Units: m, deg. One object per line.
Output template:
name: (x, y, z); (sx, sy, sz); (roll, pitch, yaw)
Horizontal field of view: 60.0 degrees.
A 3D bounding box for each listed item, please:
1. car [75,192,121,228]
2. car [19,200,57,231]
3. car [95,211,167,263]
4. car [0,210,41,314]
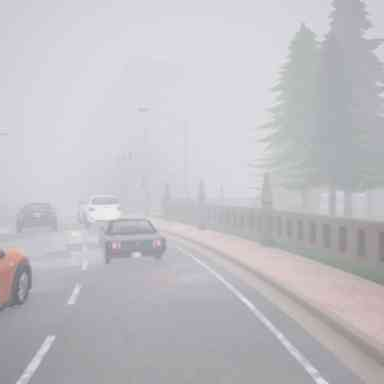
car: (-6.328, 1.205, 22.471); (2.150, 2.045, 5.566); (0, 0, -26)
car: (-9.456, 1.358, 20.425); (2.097, 1.767, 4.553); (0, 0, -24)
car: (-2.334, 1.588, 12.034); (1.895, 1.301, 4.718); (0, 0, -18)
car: (-4.163, 1.363, 5.037); (2.097, 1.767, 4.553); (0, 0, -8)
